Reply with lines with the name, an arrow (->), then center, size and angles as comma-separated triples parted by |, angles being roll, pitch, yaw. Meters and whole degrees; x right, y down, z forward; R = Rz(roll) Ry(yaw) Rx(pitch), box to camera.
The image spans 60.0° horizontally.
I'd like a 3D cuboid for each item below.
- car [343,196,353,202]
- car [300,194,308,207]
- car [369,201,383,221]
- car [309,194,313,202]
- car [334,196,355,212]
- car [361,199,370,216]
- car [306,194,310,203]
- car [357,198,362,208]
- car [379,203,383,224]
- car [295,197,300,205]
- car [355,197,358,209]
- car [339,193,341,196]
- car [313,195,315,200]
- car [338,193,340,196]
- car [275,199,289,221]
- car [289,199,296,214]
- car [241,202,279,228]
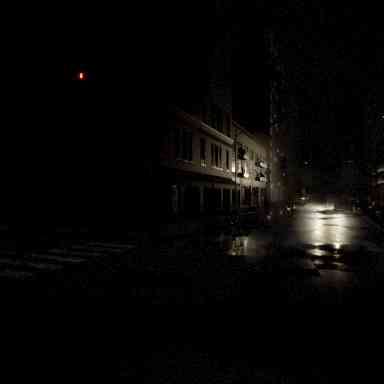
car -> 35.340, 1.559, 75.457 | 1.947, 1.339, 4.313 | 1, 0, 22
car -> 16.934, 1.525, 52.902 | 1.752, 1.417, 4.829 | 1, 0, 22
car -> 14.452, 1.547, 24.245 | 1.887, 1.381, 4.507 | 1, 0, 22
car -> 23.262, 1.562, 68.419 | 1.947, 1.339, 4.313 | 1, 0, 22
car -> 17.941, 1.527, 39.585 | 1.812, 1.442, 4.674 | 0, 0, 22
car -> 16.540, 1.553, 29.367 | 2.008, 1.369, 4.403 | 1, 0, 22
car -> 19.085, 1.565, 58.179 | 1.947, 1.339, 4.313 | 1, 0, 22
car -> 18.630, 1.547, 34.488 | 1.887, 1.381, 4.507 | 1, 0, 22
car -> 12.363, 1.568, 19.124 | 1.947, 1.339, 4.313 | 1, 0, 22
car -> 10.733, 1.547, 37.700 | 1.887, 1.381, 4.507 | 1, 0, 22
car -> 22.807, 1.567, 44.730 | 1.947, 1.339, 4.313 | 1, 0, 22
car -> 37.430, 1.433, 80.577 | 1.967, 1.590, 4.097 | 1, 0, 22
car -> 25.353, 1.310, 73.537 | 2.192, 1.841, 5.009 | 1, 0, 22
car -> 39.519, 1.432, 85.698 | 1.967, 1.590, 4.097 | 1, 0, 22
car -> 6.555, 1.568, 27.460 | 1.947, 1.339, 4.313 | 1, 0, 22
car -> 8.644, 1.553, 32.580 | 2.008, 1.369, 4.403 | 1, 0, 22
car -> 4.467, 1.584, 22.341 | 1.802, 1.307, 4.206 | 1, 0, 22
